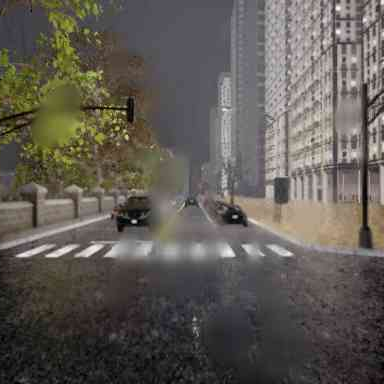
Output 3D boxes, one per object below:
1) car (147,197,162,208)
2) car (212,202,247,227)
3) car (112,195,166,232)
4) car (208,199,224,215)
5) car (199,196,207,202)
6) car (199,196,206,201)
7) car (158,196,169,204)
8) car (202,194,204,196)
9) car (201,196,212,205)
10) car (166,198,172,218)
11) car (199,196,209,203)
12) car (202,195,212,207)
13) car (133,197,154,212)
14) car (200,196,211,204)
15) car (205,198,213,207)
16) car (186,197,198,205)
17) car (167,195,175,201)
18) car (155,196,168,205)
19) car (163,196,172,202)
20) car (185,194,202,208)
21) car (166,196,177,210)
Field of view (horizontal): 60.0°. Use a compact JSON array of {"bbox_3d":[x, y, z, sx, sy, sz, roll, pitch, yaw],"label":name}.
[{"bbox_3d":[-5.708,1.562,50.791,1.752,1.417,4.829,0,0,0],"label":"car"},{"bbox_3d":[2.683,1.577,22.801,1.947,1.339,4.313,0,0,0],"label":"car"},{"bbox_3d":[-3.104,1.231,20.597,2.150,2.045,5.566,0,0,0],"label":"car"},{"bbox_3d":[2.681,1.581,28.434,1.947,1.339,4.313,0,0,0],"label":"car"},{"bbox_3d":[2.661,1.662,79.125,1.802,1.307,4.206,0,0,0],"label":"car"},{"bbox_3d":[2.659,1.673,84.757,1.802,1.307,4.206,0,0,0],"label":"car"},{"bbox_3d":[-5.715,1.606,67.857,1.887,1.381,4.507,0,0,0],"label":"car"},{"bbox_3d":[2.670,1.485,56.596,1.967,1.590,4.097,0,0,0],"label":"car"},{"bbox_3d":[2.668,1.493,62.228,1.967,1.590,4.097,0,0,0],"label":"car"},{"bbox_3d":[-3.096,1.542,30.599,1.812,1.442,4.674,0,0,0],"label":"car"},{"bbox_3d":[2.663,1.622,73.492,2.008,1.369,4.403,0,0,0],"label":"car"},{"bbox_3d":[2.673,1.582,50.964,1.887,1.381,4.507,0,0,0],"label":"car"},{"bbox_3d":[-5.703,1.464,39.696,1.967,1.590,4.097,0,0,0],"label":"car"},{"bbox_3d":[2.665,1.613,67.860,2.008,1.369,4.403,0,0,0],"label":"car"},{"bbox_3d":[2.679,1.585,34.067,1.947,1.339,4.313,0,0,0],"label":"car"},{"bbox_3d":[-0.023,1.614,60.086,1.994,1.385,4.181,0,0,0],"label":"car"},{"bbox_3d":[-5.724,1.647,90.386,1.887,1.381,4.507,0,0,0],"label":"car"},{"bbox_3d":[-5.712,1.493,62.225,1.967,1.590,4.097,0,0,0],"label":"car"},{"bbox_3d":[-5.719,1.625,79.122,1.887,1.381,4.507,0,0,0],"label":"car"},{"bbox_3d":[-0.020,1.388,49.987,2.097,1.767,4.553,0,0,0],"label":"car"},{"bbox_3d":[-3.082,1.555,44.481,1.812,1.442,4.674,0,0,1],"label":"car"}]
